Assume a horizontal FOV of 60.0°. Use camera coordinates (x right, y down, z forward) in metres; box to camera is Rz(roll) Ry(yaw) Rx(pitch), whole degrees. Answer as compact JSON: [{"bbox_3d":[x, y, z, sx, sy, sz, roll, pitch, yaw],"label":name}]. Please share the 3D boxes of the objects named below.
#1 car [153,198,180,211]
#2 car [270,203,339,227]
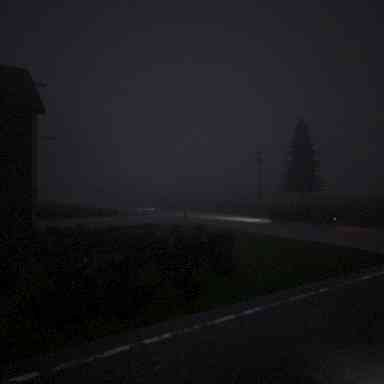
[{"bbox_3d":[-3.122,1.516,40.665,1.812,1.442,4.674,0,0,-30],"label":"car"},{"bbox_3d":[7.585,1.484,22.952,2.128,1.511,4.902,0,0,-36],"label":"car"}]
